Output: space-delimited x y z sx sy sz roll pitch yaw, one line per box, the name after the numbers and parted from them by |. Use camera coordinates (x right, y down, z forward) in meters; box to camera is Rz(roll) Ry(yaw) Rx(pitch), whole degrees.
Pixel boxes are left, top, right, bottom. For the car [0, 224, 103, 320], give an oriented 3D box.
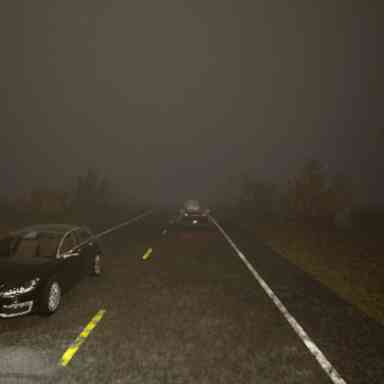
-3.472 1.569 7.709 1.837 1.490 4.892 0 0 0 | car

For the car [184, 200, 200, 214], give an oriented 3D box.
0.008 1.780 39.896 1.812 1.442 4.674 0 0 -1 | car

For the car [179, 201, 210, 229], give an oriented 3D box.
0.183 1.649 22.818 2.128 1.511 4.902 0 0 0 | car
